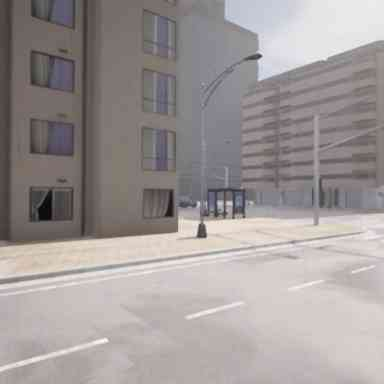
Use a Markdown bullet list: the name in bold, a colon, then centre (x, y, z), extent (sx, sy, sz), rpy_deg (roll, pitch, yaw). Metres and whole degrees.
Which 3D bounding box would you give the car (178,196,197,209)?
- **car**: centre (-1.450, 1.611, 54.559), extent (2.150, 2.045, 5.566), rpy_deg (1, -1, -38)
